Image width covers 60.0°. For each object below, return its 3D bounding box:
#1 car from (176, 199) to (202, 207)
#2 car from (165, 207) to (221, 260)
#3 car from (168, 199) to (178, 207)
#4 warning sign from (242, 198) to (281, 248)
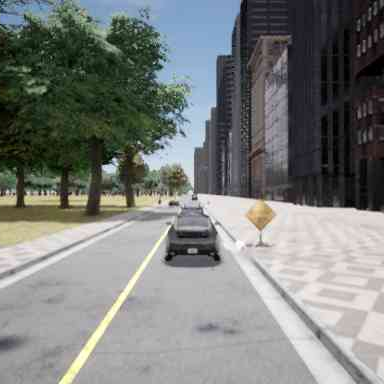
[{"bbox_3d":[0.036,1.617,27.634,2.128,1.511,4.902,0,0,1],"label":"car"},{"bbox_3d":[0.041,1.563,12.664,1.837,1.490,4.892,0,0,1],"label":"car"},{"bbox_3d":[-3.077,1.869,57.089,1.895,1.301,4.718,0,0,1],"label":"car"},{"bbox_3d":[2.701,1.175,13.120,1.300,1.860,1.060,-1,-1,0],"label":"warning sign"}]
